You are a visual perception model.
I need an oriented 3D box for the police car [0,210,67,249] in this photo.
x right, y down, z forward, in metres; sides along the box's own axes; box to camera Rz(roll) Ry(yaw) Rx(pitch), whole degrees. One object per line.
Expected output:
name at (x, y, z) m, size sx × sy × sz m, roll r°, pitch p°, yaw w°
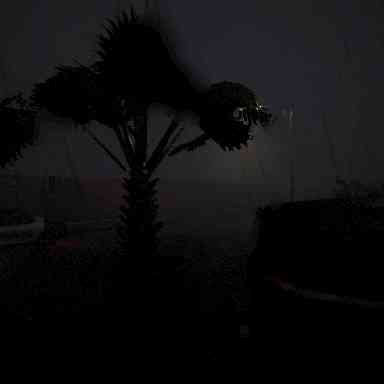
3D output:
police car at (-7.450, 1.506, 12.721) m, size 2.038 × 1.542 × 4.974 m, roll 0°, pitch 0°, yaw 36°
